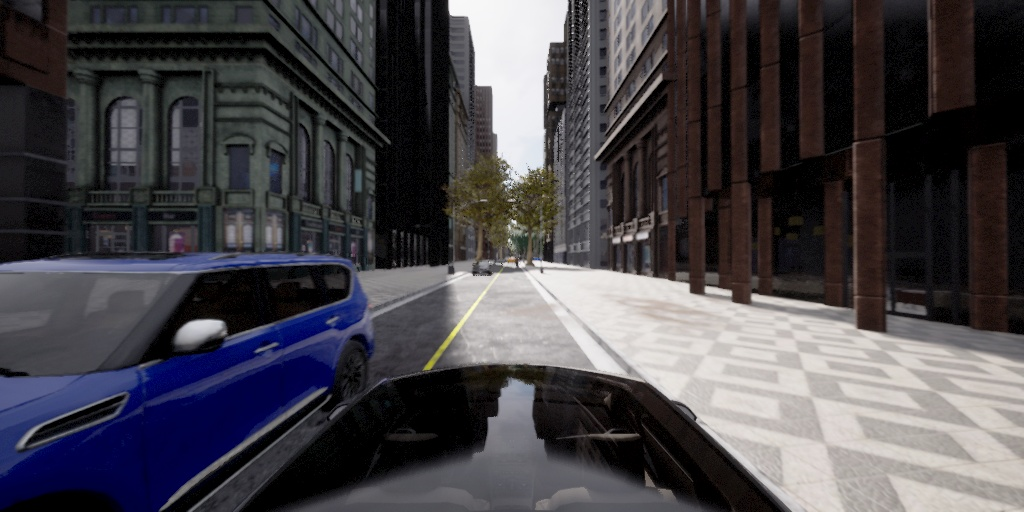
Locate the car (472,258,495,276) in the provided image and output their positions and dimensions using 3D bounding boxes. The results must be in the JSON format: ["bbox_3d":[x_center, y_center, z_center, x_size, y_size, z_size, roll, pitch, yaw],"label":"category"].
[{"bbox_3d":[-3.097,1.273,37.743,1.812,1.442,4.674,0,0,0],"label":"car"}]

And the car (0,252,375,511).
[{"bbox_3d":[-3.094,0.973,3.112,2.150,2.045,5.566,0,0,0],"label":"car"}]

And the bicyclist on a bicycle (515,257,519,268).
[{"bbox_3d":[0.818,1.205,56.340,0.582,1.620,1.656,0,0,0],"label":"bicyclist on a bicycle"}]
